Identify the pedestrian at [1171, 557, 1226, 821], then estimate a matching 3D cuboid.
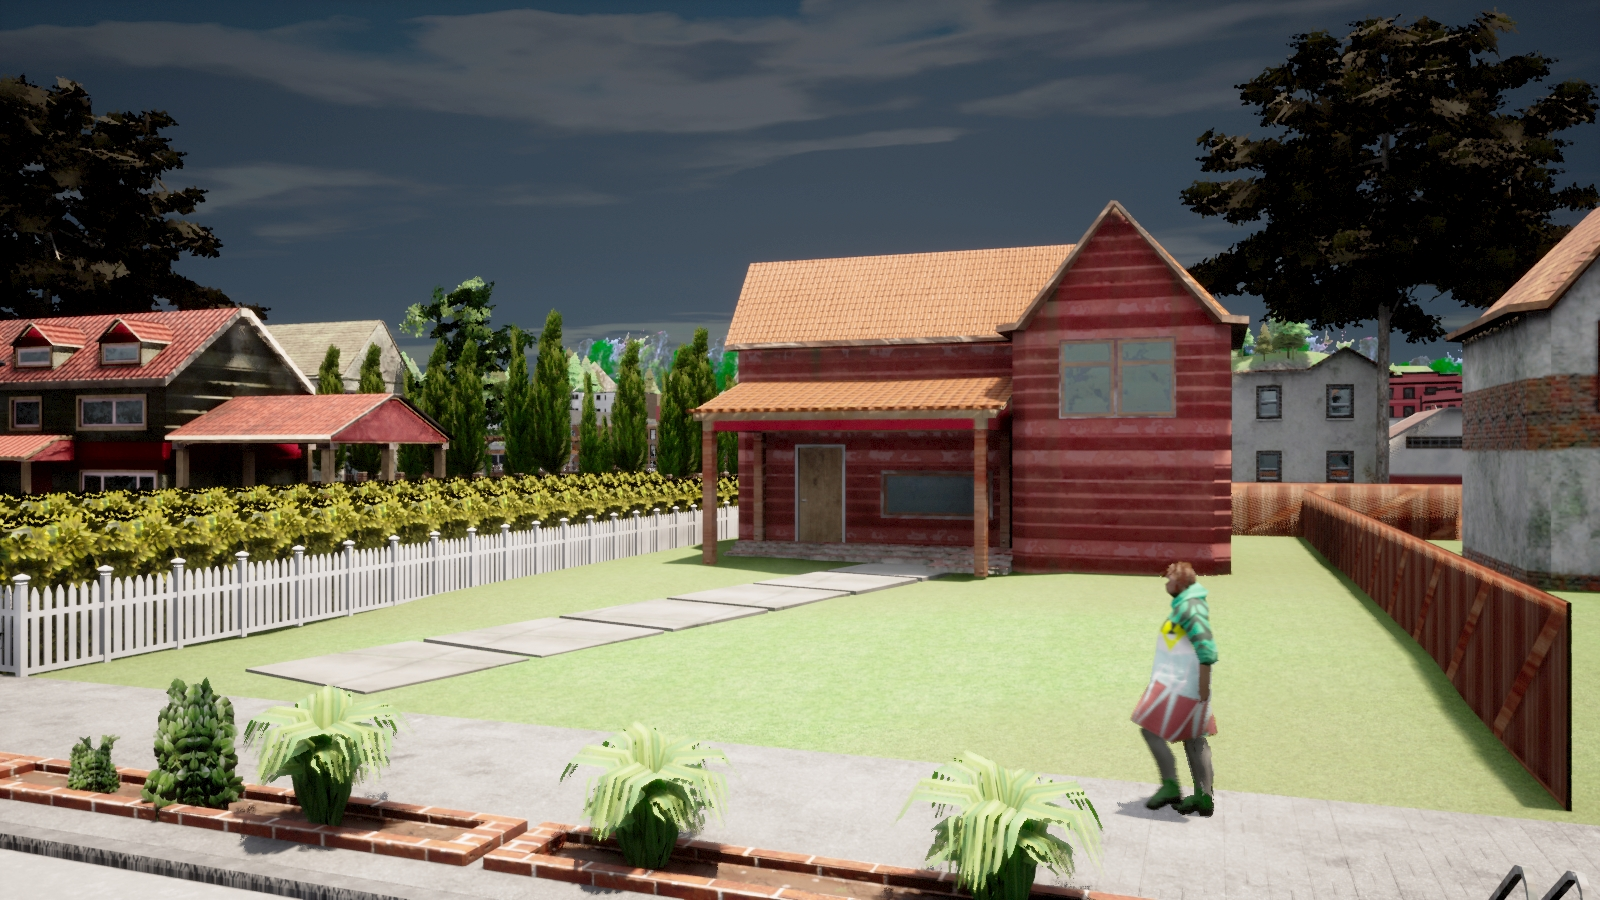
[{"bbox_3d":[2.951,1.744,8.465,0.375,1.860,0.375,0,0,19],"label":"pedestrian"}]
